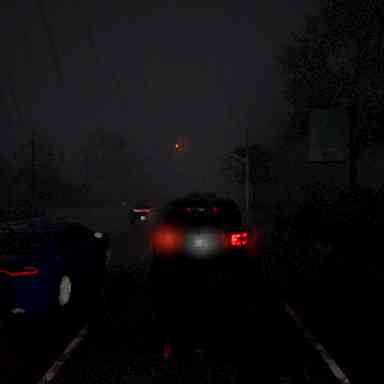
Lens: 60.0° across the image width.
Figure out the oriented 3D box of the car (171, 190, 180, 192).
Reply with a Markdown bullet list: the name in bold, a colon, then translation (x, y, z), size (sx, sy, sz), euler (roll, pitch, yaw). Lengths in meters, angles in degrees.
- **car**: translation (-2.741, 0.882, 62.977), size (1.882, 1.535, 5.008), euler (0, 1, 8)

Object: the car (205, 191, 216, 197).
- **car**: translation (4.978, 0.548, 89.069), size (2.033, 1.411, 5.357), euler (0, 1, 11)

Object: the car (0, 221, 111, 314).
- **car**: translation (-3.275, 1.404, 7.612), size (1.882, 1.535, 5.008), euler (0, 1, 1)

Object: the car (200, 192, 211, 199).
- **car**: translation (3.250, 0.768, 79.271), size (1.812, 1.442, 4.674), euler (0, 1, 10)

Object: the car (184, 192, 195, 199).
- **car**: translation (-0.462, 0.783, 78.300), size (1.812, 1.442, 4.674), euler (0, 1, 9)

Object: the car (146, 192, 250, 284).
- **car**: translation (0.266, 1.131, 9.489), size (2.150, 2.045, 5.566), euler (0, 1, 1)

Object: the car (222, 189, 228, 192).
- **car**: translation (6.704, 0.605, 78.709), size (2.097, 1.767, 4.553), euler (0, 1, 10)

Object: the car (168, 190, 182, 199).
- **car**: translation (-3.932, 0.480, 78.768), size (2.150, 2.045, 5.566), euler (0, 1, 9)

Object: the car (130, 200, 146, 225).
- **car**: translation (-2.778, 1.282, 21.924), size (2.128, 1.511, 4.902), euler (0, 0, 3)

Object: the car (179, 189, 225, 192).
- **car**: translation (0.621, 1.033, 19.820), size (2.150, 2.045, 5.566), euler (0, 1, 2)
